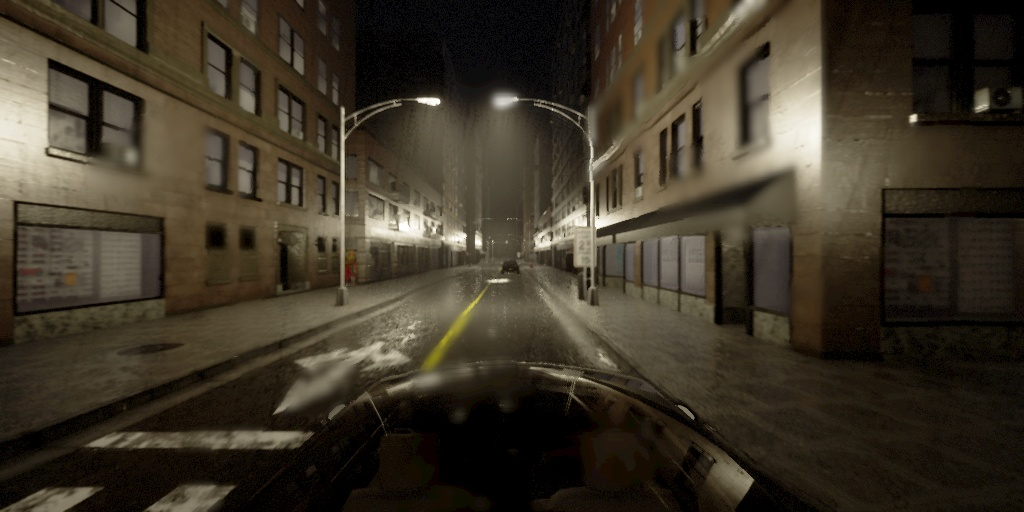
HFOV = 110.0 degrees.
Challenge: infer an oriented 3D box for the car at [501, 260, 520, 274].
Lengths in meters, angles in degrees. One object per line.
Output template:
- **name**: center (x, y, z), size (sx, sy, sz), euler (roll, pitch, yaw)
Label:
- **car**: center (-0.152, 1.169, 39.186), size (1.882, 1.535, 5.008), euler (0, 0, 0)
